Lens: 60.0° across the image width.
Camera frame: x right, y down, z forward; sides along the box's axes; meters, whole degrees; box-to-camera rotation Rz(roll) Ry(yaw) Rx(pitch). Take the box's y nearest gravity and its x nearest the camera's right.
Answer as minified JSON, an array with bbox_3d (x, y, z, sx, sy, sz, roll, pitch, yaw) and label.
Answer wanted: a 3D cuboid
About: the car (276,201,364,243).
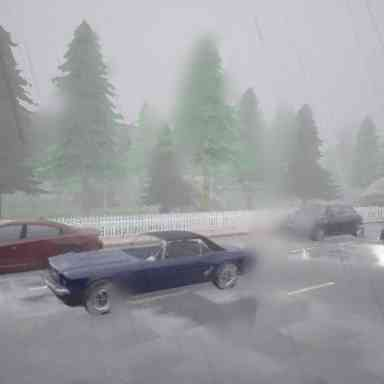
[{"bbox_3d":[6.270,1.351,16.248,4.553,1.767,2.097,0,0,-31],"label":"car"}]

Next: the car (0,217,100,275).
[{"bbox_3d":[-4.973,1.477,9.041,5.008,1.535,1.882,0,0,-33],"label":"car"}]

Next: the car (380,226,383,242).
[{"bbox_3d":[10.164,1.564,14.536,4.181,1.385,1.994,0,0,-31],"label":"car"}]

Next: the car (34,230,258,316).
[{"bbox_3d":[-0.813,1.601,7.588,4.718,1.301,1.895,0,0,-33],"label":"car"}]
